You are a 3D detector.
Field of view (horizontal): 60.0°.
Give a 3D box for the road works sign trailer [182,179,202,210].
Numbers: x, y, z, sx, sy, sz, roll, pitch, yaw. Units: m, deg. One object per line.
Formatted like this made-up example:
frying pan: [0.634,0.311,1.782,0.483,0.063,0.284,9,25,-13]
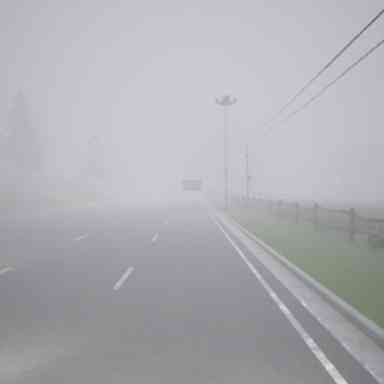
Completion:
road works sign trailer: [-0.014,0.291,39.732,2.380,3.560,2.880,0,0,0]
